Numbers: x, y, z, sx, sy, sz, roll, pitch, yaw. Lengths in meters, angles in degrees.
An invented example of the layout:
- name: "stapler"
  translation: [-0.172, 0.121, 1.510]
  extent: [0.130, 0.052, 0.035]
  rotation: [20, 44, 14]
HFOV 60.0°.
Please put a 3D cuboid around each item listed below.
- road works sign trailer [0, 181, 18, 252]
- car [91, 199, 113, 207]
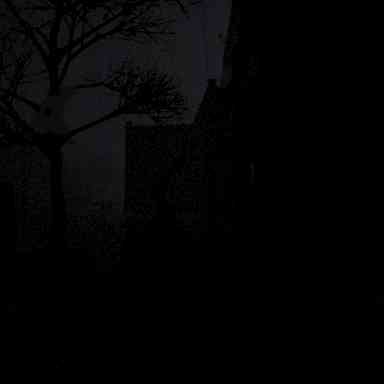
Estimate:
- name: "road works sign trailer"
  translation: [-7.742, 0.943, 10.855]
  extent: [3.560, 2.380, 2.880]
  rotation: [-4, 2, -9]
- name: "car"
  translation: [-15.309, 1.867, 56.682]
  extent: [1.994, 1.385, 4.181]
  rotation: [1, 0, 18]
